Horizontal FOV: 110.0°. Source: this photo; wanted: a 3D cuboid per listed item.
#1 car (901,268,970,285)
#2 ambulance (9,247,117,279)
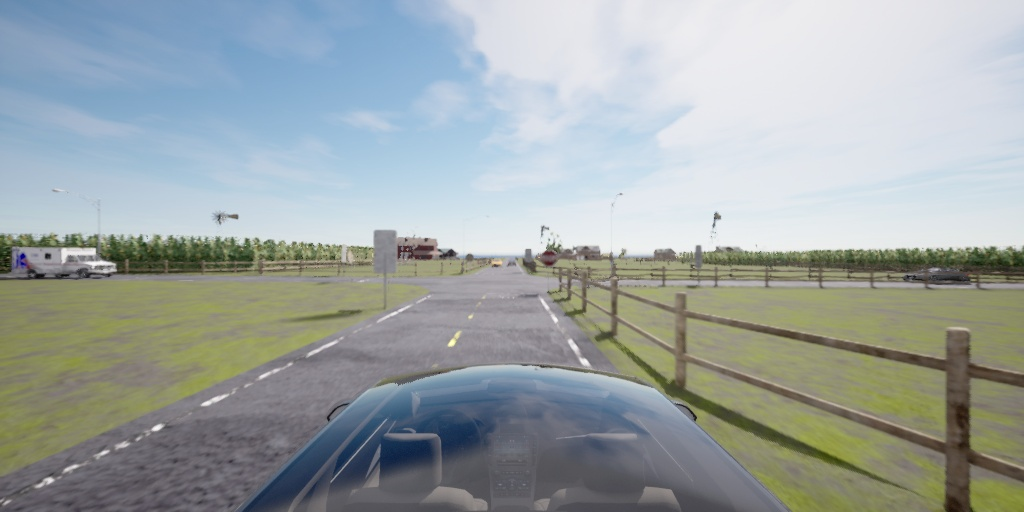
[{"bbox_3d":[36.319,1.686,30.825,4.181,1.385,1.994,1,0,1],"label":"car"},{"bbox_3d":[-35.578,0.571,28.662,6.366,2.431,2.351,0,0,1],"label":"ambulance"}]
